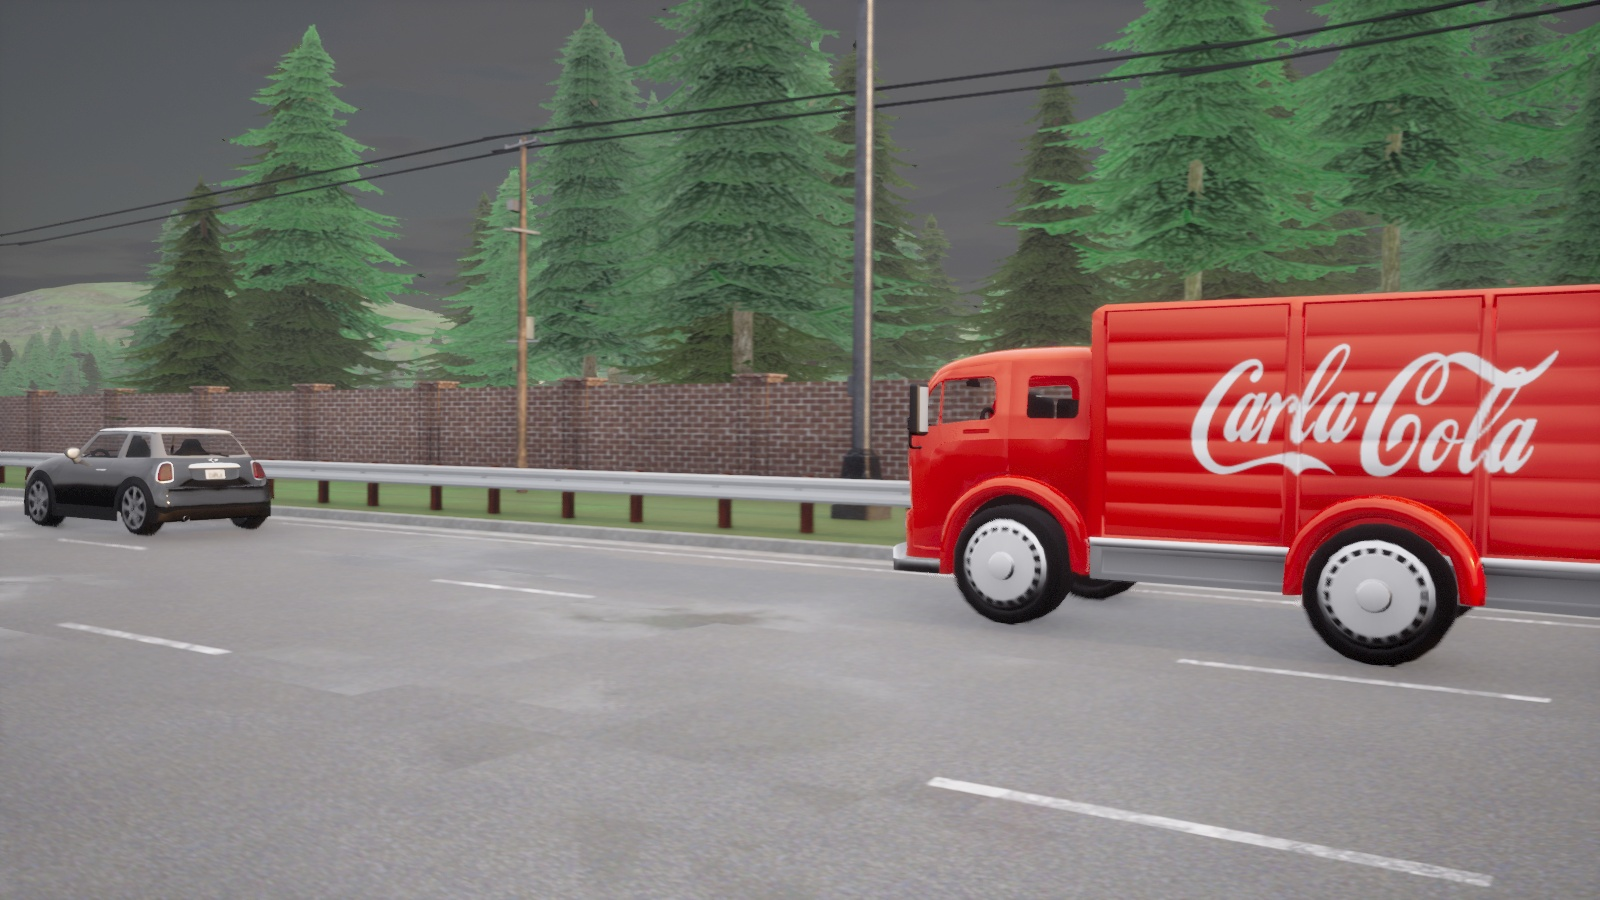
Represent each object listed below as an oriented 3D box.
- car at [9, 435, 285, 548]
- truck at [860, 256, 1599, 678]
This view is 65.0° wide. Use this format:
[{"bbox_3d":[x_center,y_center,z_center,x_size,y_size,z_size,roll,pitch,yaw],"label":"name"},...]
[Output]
[{"bbox_3d":[-9.590,0.533,18.396,3.806,1.475,1.970,0,1,34],"label":"car"},{"bbox_3d":[3.389,0.081,9.766,5.204,2.467,2.627,0,1,34],"label":"truck"}]
